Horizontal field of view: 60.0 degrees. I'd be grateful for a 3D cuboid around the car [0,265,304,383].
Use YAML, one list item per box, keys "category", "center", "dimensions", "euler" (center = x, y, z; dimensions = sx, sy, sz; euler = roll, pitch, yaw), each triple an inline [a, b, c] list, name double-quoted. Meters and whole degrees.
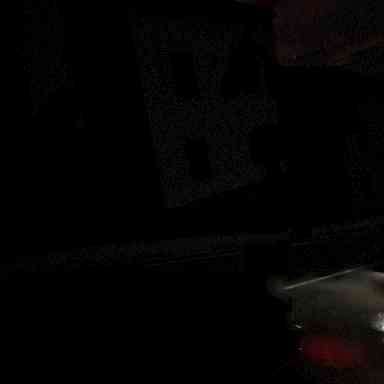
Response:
- category: "car"
  center: [-1.192, 1.540, 3.169]
  dimensions: [5.357, 1.411, 2.033]
  euler: [0, 0, -36]
